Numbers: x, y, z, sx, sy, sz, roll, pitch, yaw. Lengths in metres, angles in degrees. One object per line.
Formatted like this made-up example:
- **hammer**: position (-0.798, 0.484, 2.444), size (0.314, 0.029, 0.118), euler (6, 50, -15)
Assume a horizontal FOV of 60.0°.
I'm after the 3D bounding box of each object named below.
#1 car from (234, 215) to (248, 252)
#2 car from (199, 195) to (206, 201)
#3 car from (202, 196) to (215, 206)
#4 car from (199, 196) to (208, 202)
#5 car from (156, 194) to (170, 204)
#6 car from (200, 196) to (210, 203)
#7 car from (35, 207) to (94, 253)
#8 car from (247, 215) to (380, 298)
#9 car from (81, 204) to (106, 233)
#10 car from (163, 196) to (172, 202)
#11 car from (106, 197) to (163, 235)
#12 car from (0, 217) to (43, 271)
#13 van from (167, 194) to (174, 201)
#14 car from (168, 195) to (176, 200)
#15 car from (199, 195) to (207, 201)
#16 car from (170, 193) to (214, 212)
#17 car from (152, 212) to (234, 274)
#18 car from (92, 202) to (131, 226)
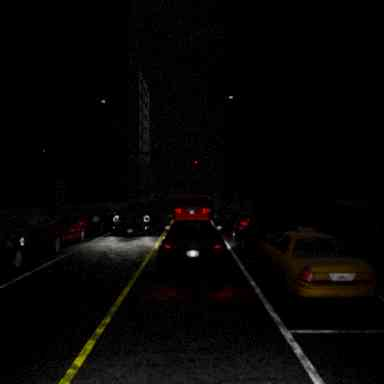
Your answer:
- **car**: position (2.759, 1.568, 13.705), size (1.947, 1.339, 4.313), euler (0, 0, 0)
- **car**: position (2.738, 1.566, 89.383), size (1.752, 1.417, 4.829), euler (0, 0, 0)
- **car**: position (2.747, 1.458, 56.588), size (1.967, 1.590, 4.097), euler (0, 0, 0)
- **car**: position (2.741, 1.577, 78.338), size (1.887, 1.381, 4.507), euler (0, 0, 0)
- **car**: position (-5.780, 1.337, 62.023), size (2.192, 1.841, 5.009), euler (0, 0, 0)
- **car**: position (2.743, 1.579, 72.900), size (2.008, 1.369, 4.403), euler (0, 0, 0)
- **car**: position (-5.767, 1.547, 13.701), size (1.887, 1.381, 4.507), euler (0, 0, 0)
- **car**: position (2.760, 1.526, 8.419), size (1.752, 1.417, 4.829), euler (0, 0, 0)
- **car**: position (-5.768, 1.443, 19.158), size (1.967, 1.590, 4.097), euler (0, 0, 0)
- **car**: position (-5.784, 1.558, 78.166), size (1.752, 1.417, 4.829), euler (0, 0, 0)
- **car**: position (-3.074, 1.354, 18.795), size (2.097, 1.767, 4.553), euler (0, 0, 0)
- **car**: position (-5.765, 1.552, 8.244), size (2.008, 1.369, 4.403), euler (0, 0, 0)
- **van**: position (-5.787, 1.382, 89.211), size (1.690, 1.788, 3.998), euler (0, 0, 0)
- **car**: position (-5.788, 1.597, 94.648), size (2.008, 1.369, 4.403), euler (0, 0, 0)
- **car**: position (2.740, 1.581, 83.775), size (1.887, 1.381, 4.507), euler (0, 0, 0)
- **car**: position (-0.001, 1.225, 21.253), size (2.150, 2.045, 5.566), euler (0, 0, 0)
- **car**: position (0.044, 1.565, 10.625), size (1.994, 1.385, 4.181), euler (0, 0, 1)
- **car**: position (-5.769, 1.530, 24.445), size (1.752, 1.417, 4.829), euler (0, 0, 0)
